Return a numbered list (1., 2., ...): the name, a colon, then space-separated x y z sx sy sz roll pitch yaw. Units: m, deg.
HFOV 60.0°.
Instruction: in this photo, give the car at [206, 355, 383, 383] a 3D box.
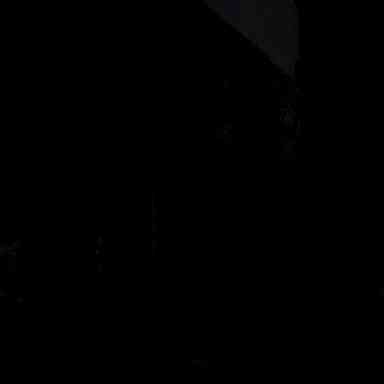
1. car: 1.826 1.575 1.554 4.206 1.307 1.802 -1 -1 36
